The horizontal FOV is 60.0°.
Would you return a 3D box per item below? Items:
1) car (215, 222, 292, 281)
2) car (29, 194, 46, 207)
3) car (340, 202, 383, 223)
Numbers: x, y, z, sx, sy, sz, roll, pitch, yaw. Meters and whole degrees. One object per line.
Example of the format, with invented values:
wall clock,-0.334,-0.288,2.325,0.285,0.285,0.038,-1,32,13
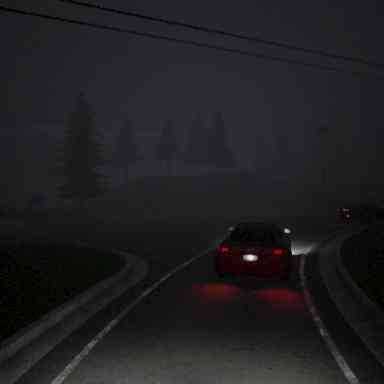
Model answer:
car,1.987,1.588,10.080,1.994,1.385,4.181,0,0,16
car,-25.327,1.318,54.438,2.150,2.045,5.566,1,-1,-21
car,13.552,1.561,26.047,4.902,1.511,2.128,0,0,-35
